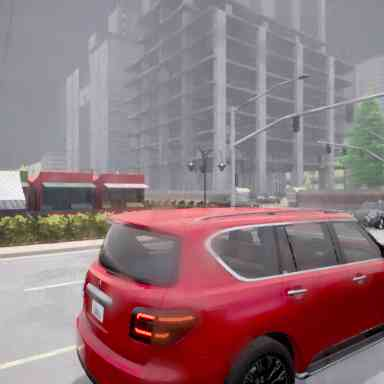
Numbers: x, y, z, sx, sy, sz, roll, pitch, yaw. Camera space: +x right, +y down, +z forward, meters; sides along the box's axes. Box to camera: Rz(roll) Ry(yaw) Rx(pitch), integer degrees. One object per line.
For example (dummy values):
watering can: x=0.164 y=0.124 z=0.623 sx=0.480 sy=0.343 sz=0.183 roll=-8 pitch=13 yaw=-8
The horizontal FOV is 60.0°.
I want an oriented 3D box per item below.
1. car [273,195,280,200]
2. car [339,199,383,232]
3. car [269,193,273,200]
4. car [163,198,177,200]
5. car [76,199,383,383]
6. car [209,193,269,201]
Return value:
car: x=14.053 y=1.114 z=59.946 sx=1.905 sy=1.878 sz=3.866 roll=0 pitch=0 yaw=-36
car: x=11.443 y=1.334 z=20.789 sx=4.553 sy=1.767 sz=2.097 roll=0 pitch=0 yaw=-36
car: x=11.664 y=1.114 z=58.231 sx=1.905 sy=1.878 sz=3.866 roll=0 pitch=0 yaw=-36
car: x=-2.443 y=1.422 z=37.363 sx=1.882 sy=1.535 sz=5.008 roll=0 pitch=0 yaw=-36
car: x=1.292 y=1.221 z=4.713 sx=5.566 sy=2.045 sz=2.150 roll=0 pitch=0 yaw=-35
car: x=3.617 y=1.166 z=29.021 sx=2.150 sy=2.045 sz=5.566 roll=0 pitch=0 yaw=-36
